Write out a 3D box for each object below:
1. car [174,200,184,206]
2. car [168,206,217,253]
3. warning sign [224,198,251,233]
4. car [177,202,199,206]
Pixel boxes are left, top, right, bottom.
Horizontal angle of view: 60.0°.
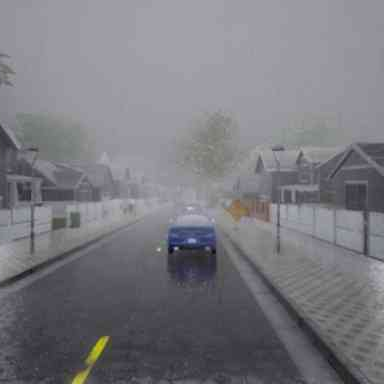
[{"bbox_3d":[-2.716,2.331,71.004,1.994,1.385,4.181,0,-1,0],"label":"car"},{"bbox_3d":[0.013,1.622,14.479,1.882,1.535,5.008,0,0,0],"label":"car"},{"bbox_3d":[2.564,1.307,18.923,1.300,1.860,1.060,2,2,0],"label":"warning sign"},{"bbox_3d":[0.015,1.843,28.975,2.033,1.411,5.357,0,-1,0],"label":"car"}]
